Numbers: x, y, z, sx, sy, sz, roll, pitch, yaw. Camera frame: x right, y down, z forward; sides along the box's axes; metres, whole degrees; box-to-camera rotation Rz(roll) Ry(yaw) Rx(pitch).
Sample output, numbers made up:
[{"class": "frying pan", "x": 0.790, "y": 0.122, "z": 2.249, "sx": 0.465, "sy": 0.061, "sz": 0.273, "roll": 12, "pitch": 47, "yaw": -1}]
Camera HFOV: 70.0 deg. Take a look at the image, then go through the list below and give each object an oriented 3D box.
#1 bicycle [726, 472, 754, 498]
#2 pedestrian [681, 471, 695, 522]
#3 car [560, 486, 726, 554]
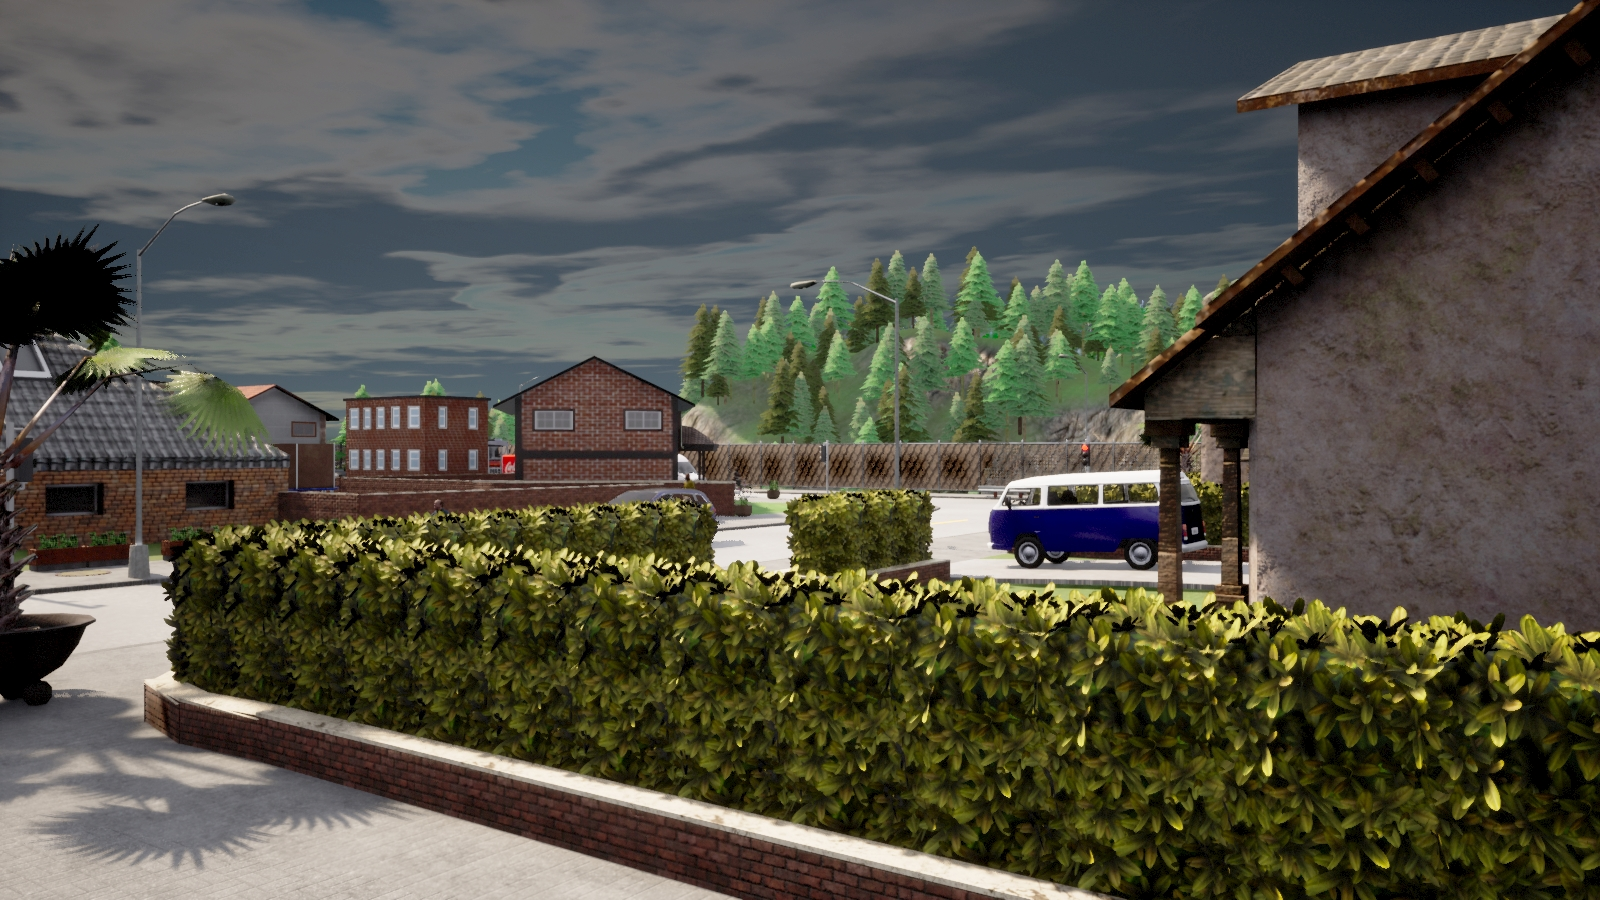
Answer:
[{"class": "bicycle", "x": -3.544, "y": 2.044, "z": 67.362, "sx": 1.835, "sy": 1.471, "sz": 0.329, "roll": 0, "pitch": 0, "yaw": 35}, {"class": "pedestrian", "x": -4.174, "y": 1.732, "z": 42.645, "sx": 0.375, "sy": 1.860, "sz": 0.375, "roll": 0, "pitch": 0, "yaw": 36}, {"class": "car", "x": -4.465, "y": 1.958, "z": 33.142, "sx": 2.242, "sy": 1.667, "sz": 4.611, "roll": 0, "pitch": 0, "yaw": 35}]
